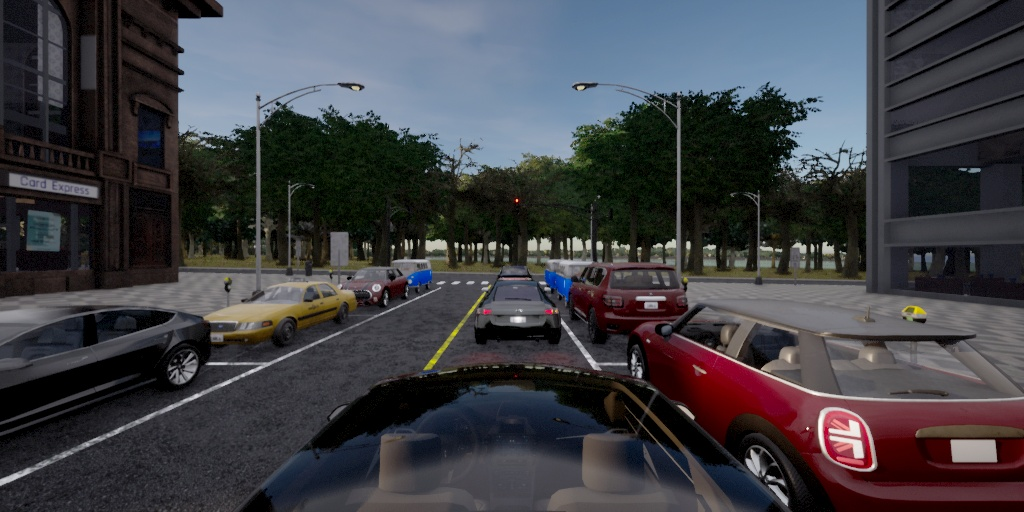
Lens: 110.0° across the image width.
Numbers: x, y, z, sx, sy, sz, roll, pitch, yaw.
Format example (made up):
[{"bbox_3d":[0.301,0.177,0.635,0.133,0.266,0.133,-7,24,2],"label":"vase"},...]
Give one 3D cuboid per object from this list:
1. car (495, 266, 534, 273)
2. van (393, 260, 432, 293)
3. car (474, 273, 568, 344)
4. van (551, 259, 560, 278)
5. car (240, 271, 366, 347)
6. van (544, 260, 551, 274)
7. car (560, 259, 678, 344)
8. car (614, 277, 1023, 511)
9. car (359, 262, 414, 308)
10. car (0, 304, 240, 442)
[{"bbox_3d":[0.131,1.240,18.451,2.128,1.511,4.902,0,0,0],"label":"car"},{"bbox_3d":[-5.729,1.089,20.413,1.690,1.789,3.998,0,0,0],"label":"van"},{"bbox_3d":[0.118,1.313,9.570,1.994,1.385,4.181,0,0,0],"label":"car"},{"bbox_3d":[2.786,1.089,14.959,1.690,1.789,3.998,0,0,0],"label":"van"},{"bbox_3d":[-5.750,1.274,9.368,1.751,1.417,4.829,0,0,0],"label":"car"},{"bbox_3d":[2.796,1.089,20.397,1.690,1.789,3.998,0,0,0],"label":"van"},{"bbox_3d":[2.776,1.064,9.522,2.192,1.841,5.009,0,0,0],"label":"car"},{"bbox_3d":[2.766,1.189,4.084,1.967,1.591,4.097,0,0,0],"label":"car"},{"bbox_3d":[-5.739,1.188,14.975,1.967,1.591,4.097,0,0,0],"label":"car"},{"bbox_3d":[-5.759,1.315,4.100,1.948,1.339,4.313,0,0,0],"label":"car"}]
